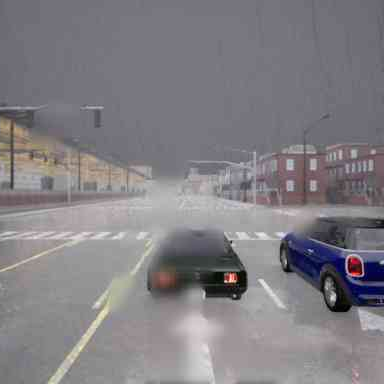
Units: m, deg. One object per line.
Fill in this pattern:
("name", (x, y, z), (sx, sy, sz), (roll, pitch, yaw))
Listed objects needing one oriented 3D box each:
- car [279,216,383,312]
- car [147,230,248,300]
("car", (3.599, 1.351, 7.860), (2.097, 1.767, 4.553), (0, 0, -1))
("car", (0.100, 1.600, 8.317), (1.895, 1.301, 4.718), (0, 0, 0))
